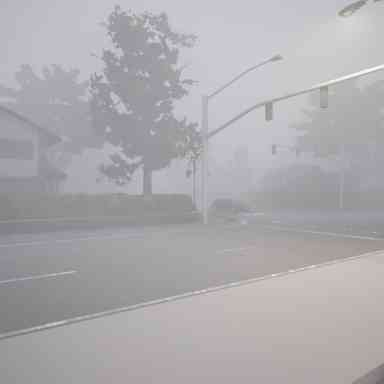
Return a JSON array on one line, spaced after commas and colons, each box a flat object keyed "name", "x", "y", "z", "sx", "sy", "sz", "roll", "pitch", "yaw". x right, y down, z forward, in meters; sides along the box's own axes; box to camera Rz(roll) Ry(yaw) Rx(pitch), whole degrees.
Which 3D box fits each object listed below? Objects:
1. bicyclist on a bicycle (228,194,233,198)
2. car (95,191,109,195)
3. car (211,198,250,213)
[{"name": "bicyclist on a bicycle", "x": 5.873, "y": 1.176, "z": 51.054, "sx": 1.656, "sy": 1.620, "sz": 0.582, "roll": 0, "pitch": 0, "yaw": -36}, {"name": "car", "x": -20.439, "y": 0.855, "z": 75.225, "sx": 2.150, "sy": 2.045, "sz": 5.566, "roll": 0, "pitch": 0, "yaw": -36}, {"name": "car", "x": 4.100, "y": 1.416, "z": 35.764, "sx": 1.837, "sy": 1.490, "sz": 4.892, "roll": 0, "pitch": 0, "yaw": -36}]
